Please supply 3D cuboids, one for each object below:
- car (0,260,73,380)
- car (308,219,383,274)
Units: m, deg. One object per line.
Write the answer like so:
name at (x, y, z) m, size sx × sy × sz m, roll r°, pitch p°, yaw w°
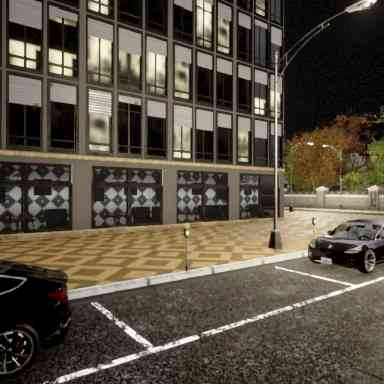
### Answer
car at (-3.677, 1.566, 3.935) m, size 4.313 × 1.339 × 1.947 m, roll 0°, pitch 0°, yaw -36°
car at (5.551, 1.562, 10.623) m, size 4.313 × 1.339 × 1.947 m, roll 0°, pitch 0°, yaw -36°
